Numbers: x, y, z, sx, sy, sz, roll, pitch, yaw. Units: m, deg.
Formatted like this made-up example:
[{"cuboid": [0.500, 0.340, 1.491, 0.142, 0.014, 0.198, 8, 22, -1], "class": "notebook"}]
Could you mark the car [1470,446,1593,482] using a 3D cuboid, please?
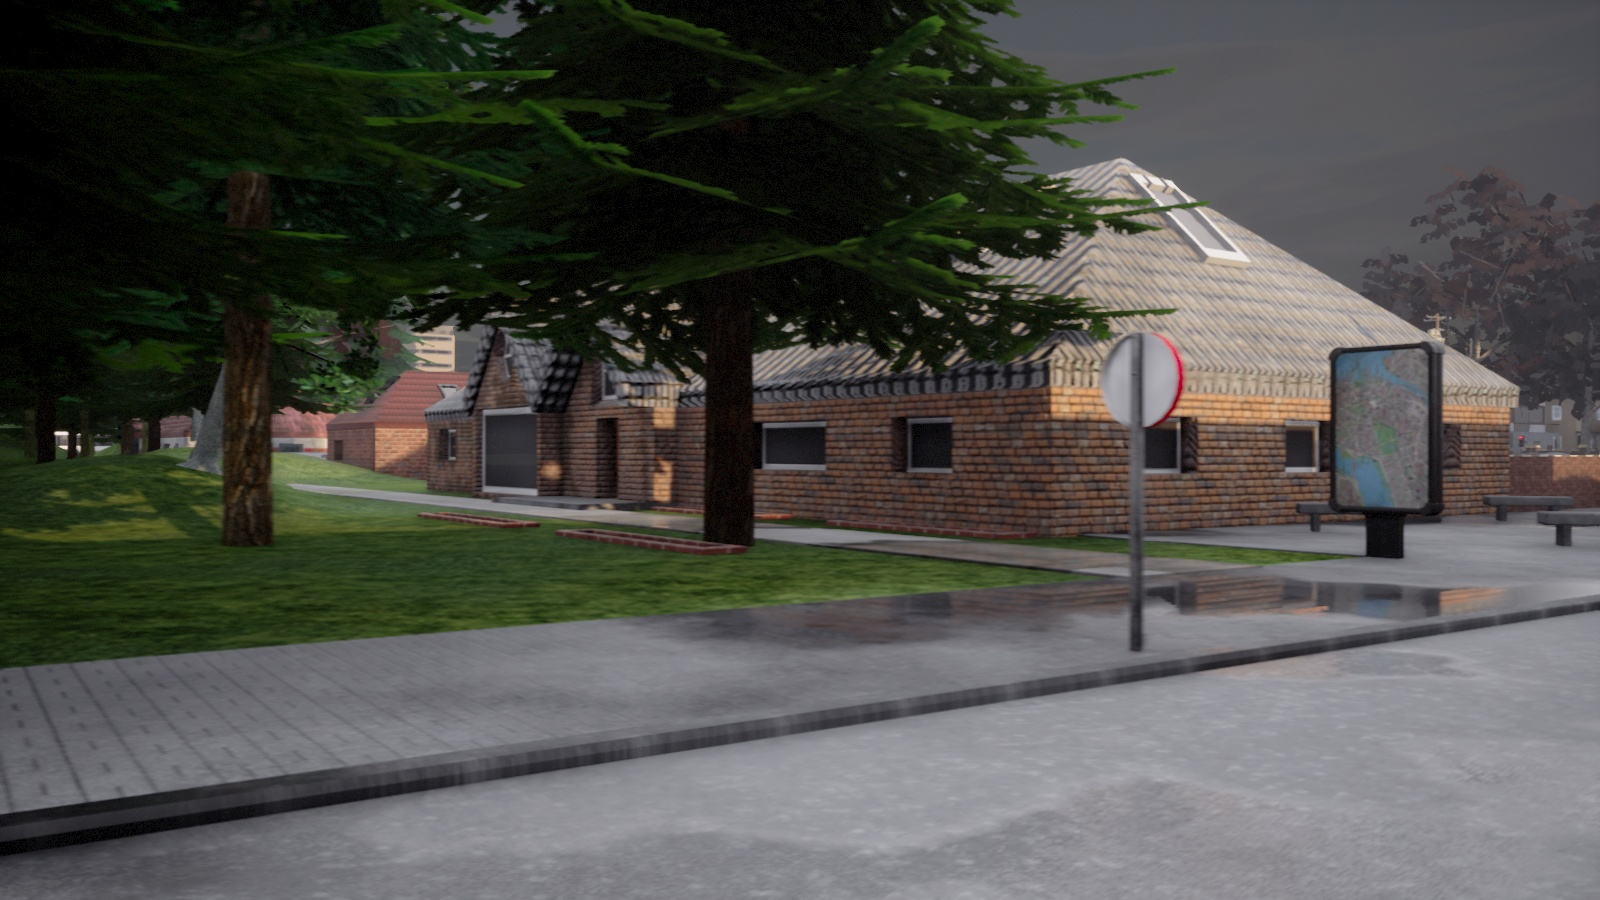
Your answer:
[{"cuboid": [35.088, 0.663, 60.355, 2.242, 1.667, 4.611, 0, 0, -37], "class": "car"}]
